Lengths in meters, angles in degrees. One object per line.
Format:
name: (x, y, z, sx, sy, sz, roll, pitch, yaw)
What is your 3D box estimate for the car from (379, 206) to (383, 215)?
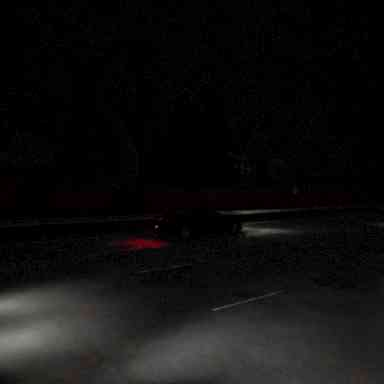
car: (19.373, 1.531, 30.795, 5.357, 1.411, 2.033, 0, 0, -36)

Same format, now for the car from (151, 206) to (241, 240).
car: (0.339, 1.473, 16.965, 5.008, 1.535, 1.882, 0, 0, -36)
